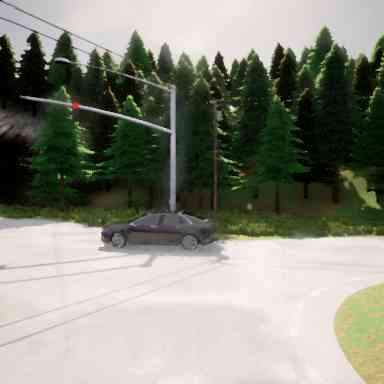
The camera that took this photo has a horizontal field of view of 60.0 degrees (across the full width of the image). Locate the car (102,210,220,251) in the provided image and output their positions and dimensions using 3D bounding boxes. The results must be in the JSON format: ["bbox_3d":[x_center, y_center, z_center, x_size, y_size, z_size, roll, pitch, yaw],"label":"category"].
[{"bbox_3d":[-1.301,1.523,13.807,4.892,1.490,1.837,1,2,9],"label":"car"}]
